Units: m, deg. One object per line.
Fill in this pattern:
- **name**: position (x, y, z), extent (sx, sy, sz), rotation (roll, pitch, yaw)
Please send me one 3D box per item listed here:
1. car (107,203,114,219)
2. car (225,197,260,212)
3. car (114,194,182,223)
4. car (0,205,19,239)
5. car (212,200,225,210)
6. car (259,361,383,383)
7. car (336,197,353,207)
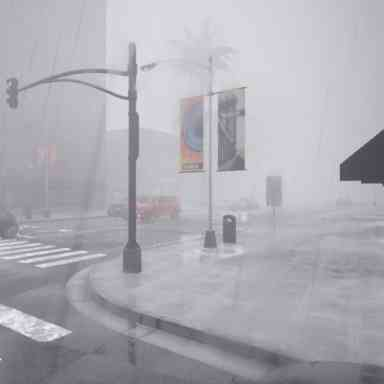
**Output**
- **car**: position (-4.878, 1.245, 29.345), extent (2.150, 2.045, 5.566), rotation (0, 0, 35)
- **car**: position (6.292, 1.414, 39.497), extent (2.097, 1.767, 4.553), rotation (0, 0, 35)
- **car**: position (-3.073, 1.247, 26.211), extent (2.150, 2.045, 5.566), rotation (0, 0, 35)
- **car**: position (-10.259, 1.359, 14.796), extent (2.097, 1.767, 4.553), rotation (0, 0, 24)
- **car**: position (4.513, 1.661, 42.610), extent (1.895, 1.301, 4.718), rotation (0, 0, 35)
- **car**: position (2.166, 1.551, 1.301), extent (4.403, 1.369, 2.008), rotation (0, 0, 36)
- **car**: position (24.754, 1.621, 54.046), extent (2.128, 1.511, 4.902), rotation (0, 0, 35)
